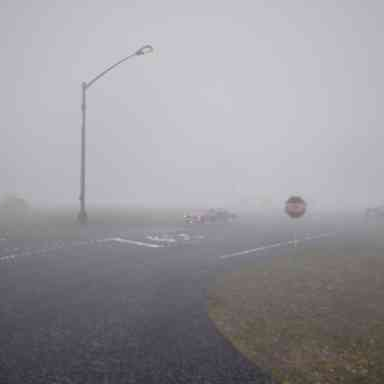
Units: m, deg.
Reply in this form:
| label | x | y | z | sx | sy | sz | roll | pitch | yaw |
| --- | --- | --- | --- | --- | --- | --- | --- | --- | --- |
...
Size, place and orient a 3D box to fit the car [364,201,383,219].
| label | x | y | z | sx | sy | sz | roll | pitch | yaw |
| --- | --- | --- | --- | --- | --- | --- | --- | --- | --- |
| car | 19.544 | 2.002 | 34.934 | 1.812 | 1.442 | 4.674 | 0 | 0 | 43 |

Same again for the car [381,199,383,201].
| label | x | y | z | sx | sy | sz | roll | pitch | yaw |
| --- | --- | --- | --- | --- | --- | --- | --- | --- | --- |
| car | 37.964 | 2.097 | 65.001 | 2.097 | 1.767 | 4.553 | 0 | 0 | 43 |

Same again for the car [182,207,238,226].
| label | x | y | z | sx | sy | sz | roll | pitch | yaw |
| --- | --- | --- | --- | --- | --- | --- | --- | --- | --- |
| car | 1.452 | 1.882 | 25.777 | 1.895 | 1.301 | 4.718 | 0 | 0 | 43 |
